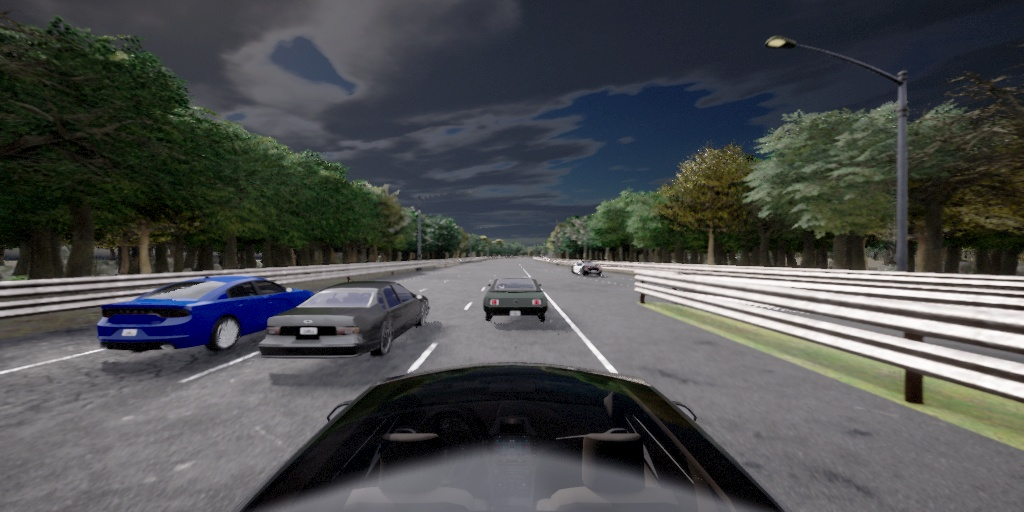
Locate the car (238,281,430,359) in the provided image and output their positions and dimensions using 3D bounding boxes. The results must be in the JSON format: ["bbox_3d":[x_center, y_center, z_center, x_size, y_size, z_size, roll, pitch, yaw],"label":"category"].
[{"bbox_3d":[-3.399,1.300,8.500,2.033,1.411,5.357,0,0,0],"label":"car"}]

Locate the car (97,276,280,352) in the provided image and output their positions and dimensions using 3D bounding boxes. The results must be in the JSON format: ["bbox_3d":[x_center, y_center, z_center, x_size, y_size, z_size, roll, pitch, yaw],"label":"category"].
[{"bbox_3d":[-6.898,1.231,8.943,1.882,1.535,5.008,0,0,0],"label":"car"}]

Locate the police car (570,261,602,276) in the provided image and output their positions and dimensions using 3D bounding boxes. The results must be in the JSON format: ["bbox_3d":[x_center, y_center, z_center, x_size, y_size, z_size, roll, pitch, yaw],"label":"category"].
[{"bbox_3d":[7.615,1.301,37.526,2.038,1.542,4.974,0,0,-9],"label":"police car"}]

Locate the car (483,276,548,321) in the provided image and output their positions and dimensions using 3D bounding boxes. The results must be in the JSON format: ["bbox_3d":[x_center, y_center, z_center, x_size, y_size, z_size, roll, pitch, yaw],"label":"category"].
[{"bbox_3d":[0.102,1.355,12.469,1.895,1.301,4.718,0,0,0],"label":"car"}]
